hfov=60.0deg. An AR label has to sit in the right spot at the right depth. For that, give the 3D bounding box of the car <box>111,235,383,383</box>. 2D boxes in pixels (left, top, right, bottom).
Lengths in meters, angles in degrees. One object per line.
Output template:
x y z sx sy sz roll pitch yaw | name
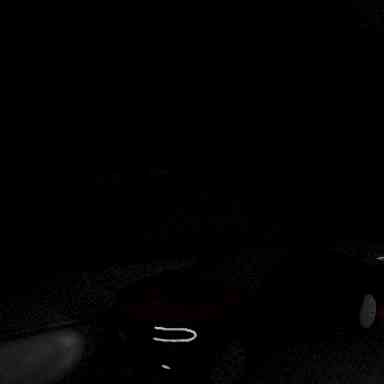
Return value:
1.204 1.527 5.442 5.008 1.535 1.882 1 -1 -35 | car
